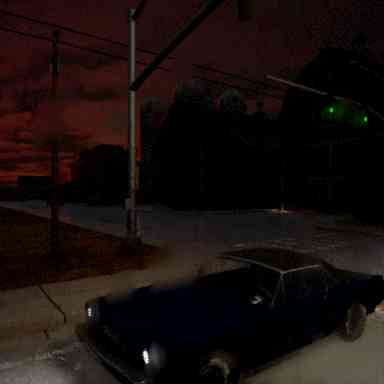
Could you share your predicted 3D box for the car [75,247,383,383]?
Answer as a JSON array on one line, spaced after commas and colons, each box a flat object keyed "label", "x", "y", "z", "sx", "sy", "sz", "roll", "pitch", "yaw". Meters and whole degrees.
[{"label": "car", "x": 0.856, "y": 1.602, "z": 4.918, "sx": 4.718, "sy": 1.301, "sz": 1.895, "roll": 0, "pitch": 0, "yaw": -37}]

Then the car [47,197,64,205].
[{"label": "car", "x": -23.339, "y": 1.537, "z": 56.662, "sx": 1.994, "sy": 1.385, "sz": 4.181, "roll": 0, "pitch": 0, "yaw": -36}]

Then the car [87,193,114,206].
[{"label": "car", "x": -13.807, "y": 1.118, "z": 50.592, "sx": 3.866, "sy": 1.878, "sz": 1.905, "roll": -2, "pitch": 5, "yaw": 11}]
